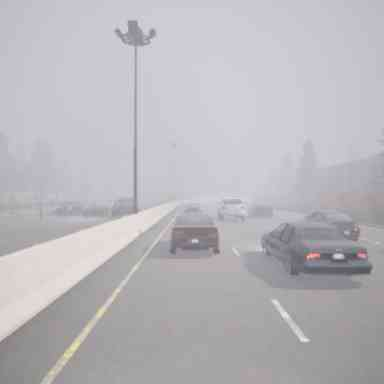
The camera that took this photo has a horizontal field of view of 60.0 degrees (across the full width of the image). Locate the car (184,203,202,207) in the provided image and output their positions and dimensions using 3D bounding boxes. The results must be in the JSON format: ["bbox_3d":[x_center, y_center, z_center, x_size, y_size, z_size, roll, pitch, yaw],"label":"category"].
[{"bbox_3d":[0.103,1.877,34.324,1.812,1.442,4.674,0,0,0],"label":"car"}]

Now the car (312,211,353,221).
[{"bbox_3d":[7.099,1.707,17.579,1.812,1.442,4.674,0,0,0],"label":"car"}]

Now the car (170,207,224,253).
[{"bbox_3d":[0.101,1.626,14.415,1.882,1.535,5.008,0,0,0],"label":"car"}]

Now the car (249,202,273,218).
[{"bbox_3d":[7.103,1.835,34.873,1.882,1.535,5.008,0,0,0],"label":"car"}]

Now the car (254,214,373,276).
[{"bbox_3d":[3.600,1.658,10.684,2.033,1.411,5.357,0,-1,0],"label":"car"}]

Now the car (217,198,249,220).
[{"bbox_3d":[3.604,1.546,31.537,2.150,2.045,5.566,0,0,0],"label":"car"}]
